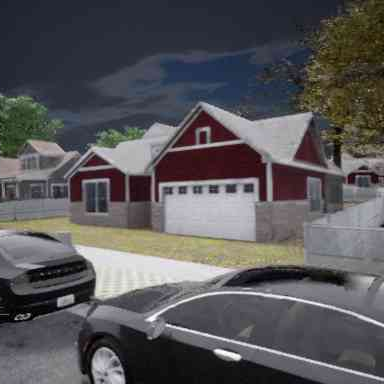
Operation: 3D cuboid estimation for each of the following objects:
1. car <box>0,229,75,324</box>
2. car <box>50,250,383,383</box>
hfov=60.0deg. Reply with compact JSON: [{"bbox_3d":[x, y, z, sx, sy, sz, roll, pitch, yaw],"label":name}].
[{"bbox_3d":[-4.037,1.538,6.883,4.892,1.490,1.837,0,0,36],"label":"car"},{"bbox_3d":[0.826,1.526,3.365,4.892,1.490,1.837,0,0,36],"label":"car"}]
